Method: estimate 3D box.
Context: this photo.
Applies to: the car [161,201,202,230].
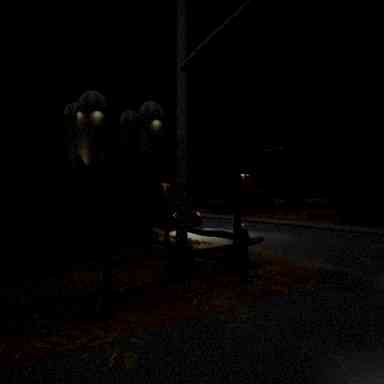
[{"bbox_3d":[-1.346,1.353,21.327,2.097,1.767,4.553,0,0,-35],"label":"car"}]
